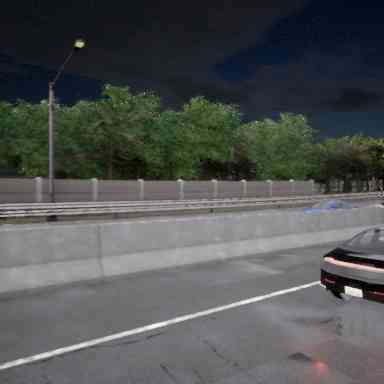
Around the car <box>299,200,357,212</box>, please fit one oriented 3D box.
[{"bbox_3d":[9.644,1.348,23.490,5.008,1.535,1.882,-1,1,-34],"label":"car"}]

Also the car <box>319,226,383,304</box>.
[{"bbox_3d":[4.739,1.480,7.071,4.902,1.511,2.128,0,0,-35],"label":"car"}]

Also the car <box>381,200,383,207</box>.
[{"bbox_3d":[22.591,0.998,36.432,4.902,1.511,2.128,-2,1,-33],"label":"car"}]
